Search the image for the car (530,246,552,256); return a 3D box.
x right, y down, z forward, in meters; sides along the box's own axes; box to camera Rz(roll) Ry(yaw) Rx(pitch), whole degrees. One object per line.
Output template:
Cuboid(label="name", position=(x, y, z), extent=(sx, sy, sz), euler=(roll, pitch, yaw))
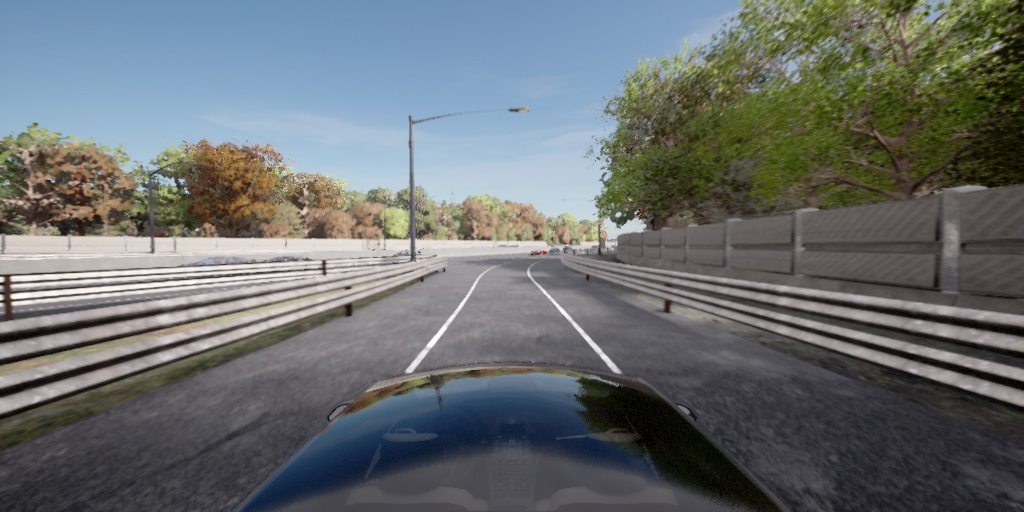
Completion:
Cuboid(label="car", position=(5.009, -0.642, 64.381), extent=(1.895, 1.301, 4.718), euler=(1, 2, 25))

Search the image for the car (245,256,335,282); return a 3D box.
Cuboid(label="car", position=(-13.785, 0.739, 23.043), extent=(1.837, 1.490, 4.892), euler=(0, 2, 24))

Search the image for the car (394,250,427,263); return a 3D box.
Cuboid(label="car", position=(-12.197, 0.040, 43.560), extent=(2.128, 1.511, 4.902), euler=(1, 2, 24))

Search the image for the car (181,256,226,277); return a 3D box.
Cuboid(label="car", position=(-20.259, 0.732, 25.716), extent=(2.033, 1.411, 5.357), euler=(0, 2, 24))

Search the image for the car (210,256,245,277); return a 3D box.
Cuboid(label="car", position=(-17.027, 0.810, 24.374), extent=(1.895, 1.301, 4.718), euler=(0, 2, 24))
